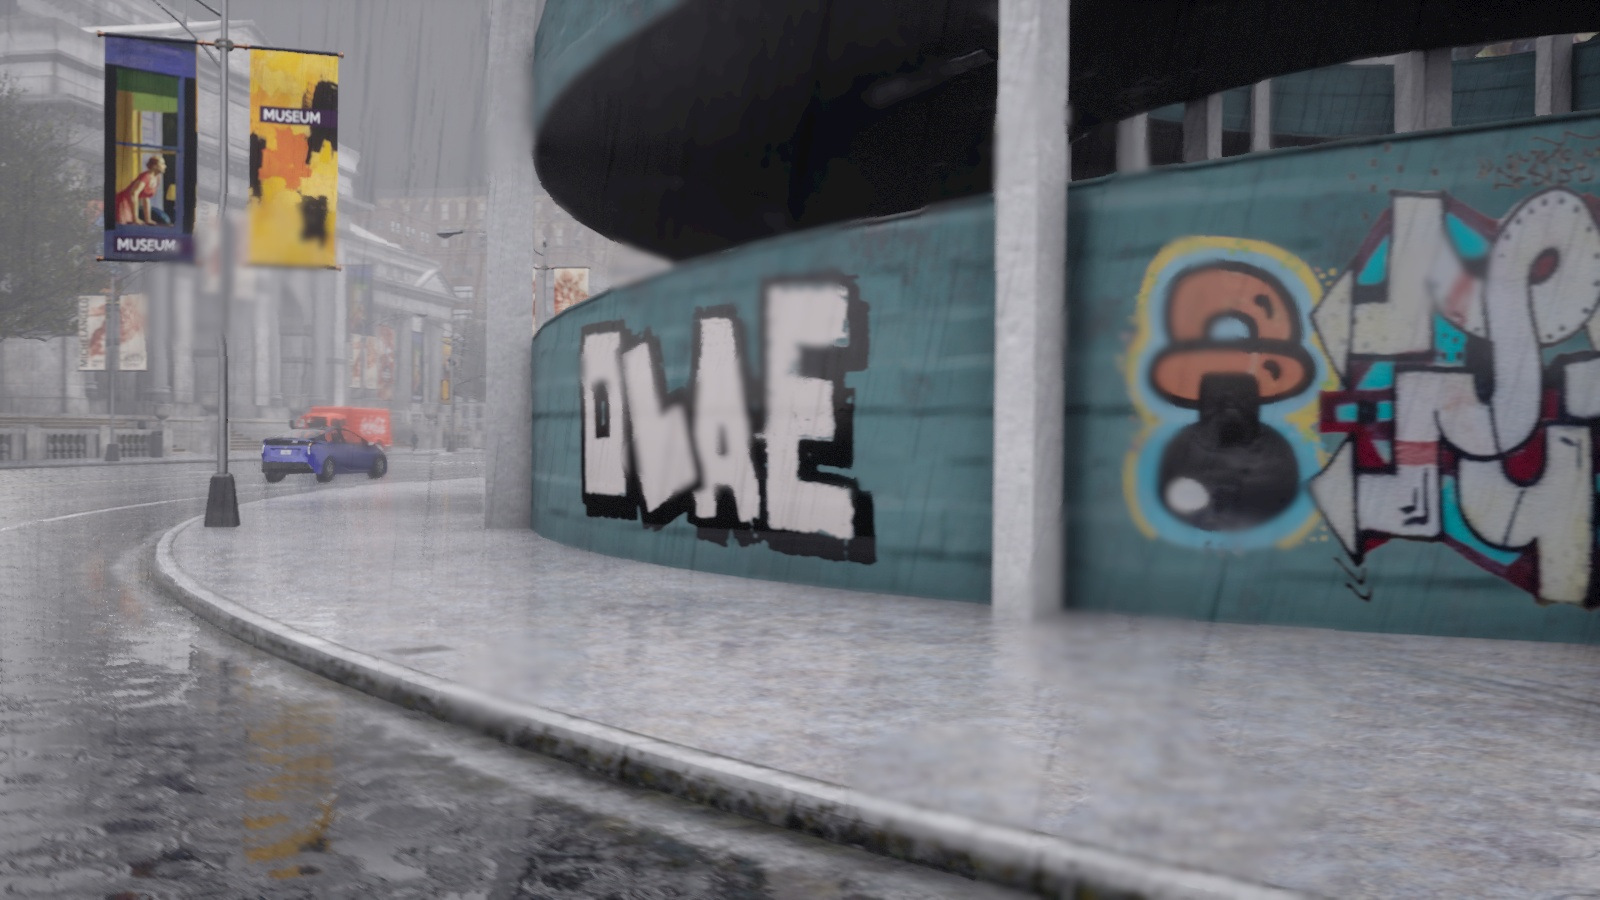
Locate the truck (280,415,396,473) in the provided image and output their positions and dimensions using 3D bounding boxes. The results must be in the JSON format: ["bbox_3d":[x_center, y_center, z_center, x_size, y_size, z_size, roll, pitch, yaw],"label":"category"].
[{"bbox_3d":[-20.762,-0.294,56.718,2.627,2.467,5.204,0,1,9],"label":"truck"}]

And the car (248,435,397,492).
[{"bbox_3d":[-13.506,0.341,35.867,2.007,1.525,4.514,0,1,9],"label":"car"}]
